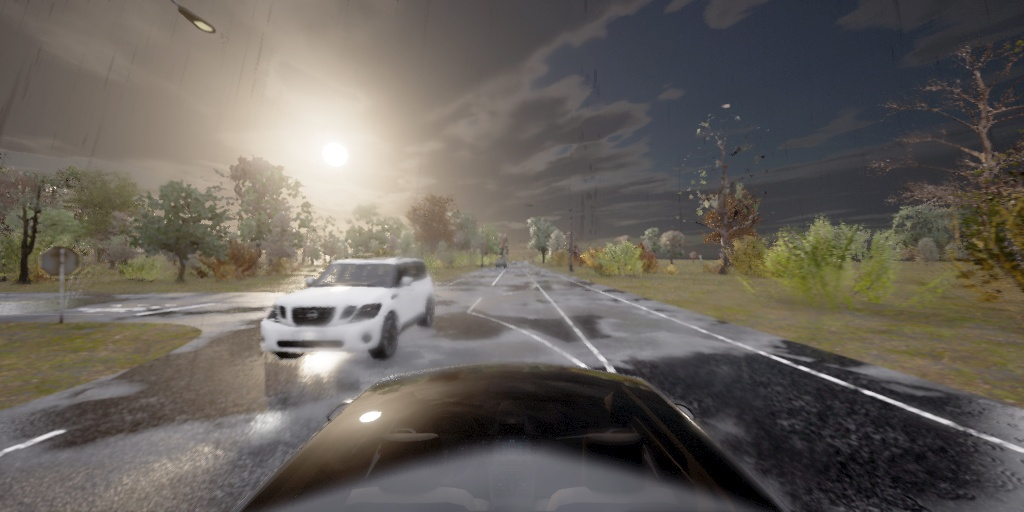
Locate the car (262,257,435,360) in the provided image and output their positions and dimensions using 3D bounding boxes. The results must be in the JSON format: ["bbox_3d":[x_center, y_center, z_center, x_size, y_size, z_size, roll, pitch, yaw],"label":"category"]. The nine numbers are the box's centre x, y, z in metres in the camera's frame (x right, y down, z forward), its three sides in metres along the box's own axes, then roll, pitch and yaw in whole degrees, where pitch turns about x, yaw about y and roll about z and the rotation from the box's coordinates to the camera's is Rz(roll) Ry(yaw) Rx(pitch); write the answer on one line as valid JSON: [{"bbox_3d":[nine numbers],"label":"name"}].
[{"bbox_3d":[-3.444,1.035,8.895,2.150,2.045,5.566,0,0,1],"label":"car"}]
